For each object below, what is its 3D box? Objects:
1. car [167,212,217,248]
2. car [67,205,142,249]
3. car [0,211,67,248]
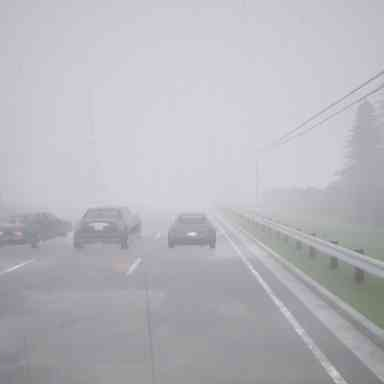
[{"bbox_3d":[0.000,1.569,14.650,1.994,1.385,4.181,0,0,0],"label":"car"},{"bbox_3d":[-3.500,1.363,14.620,2.097,1.767,4.553,0,0,0],"label":"car"},{"bbox_3d":[-7.000,1.560,14.650,2.033,1.411,5.357,0,0,0],"label":"car"}]
